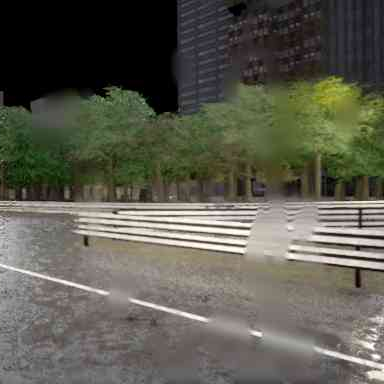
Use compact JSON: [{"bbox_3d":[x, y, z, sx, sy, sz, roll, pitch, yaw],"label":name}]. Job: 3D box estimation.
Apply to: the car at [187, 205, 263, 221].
[{"bbox_3d":[1.333,1.475,19.074,5.357,1.411,2.033,-1,0,14],"label":"car"}]
